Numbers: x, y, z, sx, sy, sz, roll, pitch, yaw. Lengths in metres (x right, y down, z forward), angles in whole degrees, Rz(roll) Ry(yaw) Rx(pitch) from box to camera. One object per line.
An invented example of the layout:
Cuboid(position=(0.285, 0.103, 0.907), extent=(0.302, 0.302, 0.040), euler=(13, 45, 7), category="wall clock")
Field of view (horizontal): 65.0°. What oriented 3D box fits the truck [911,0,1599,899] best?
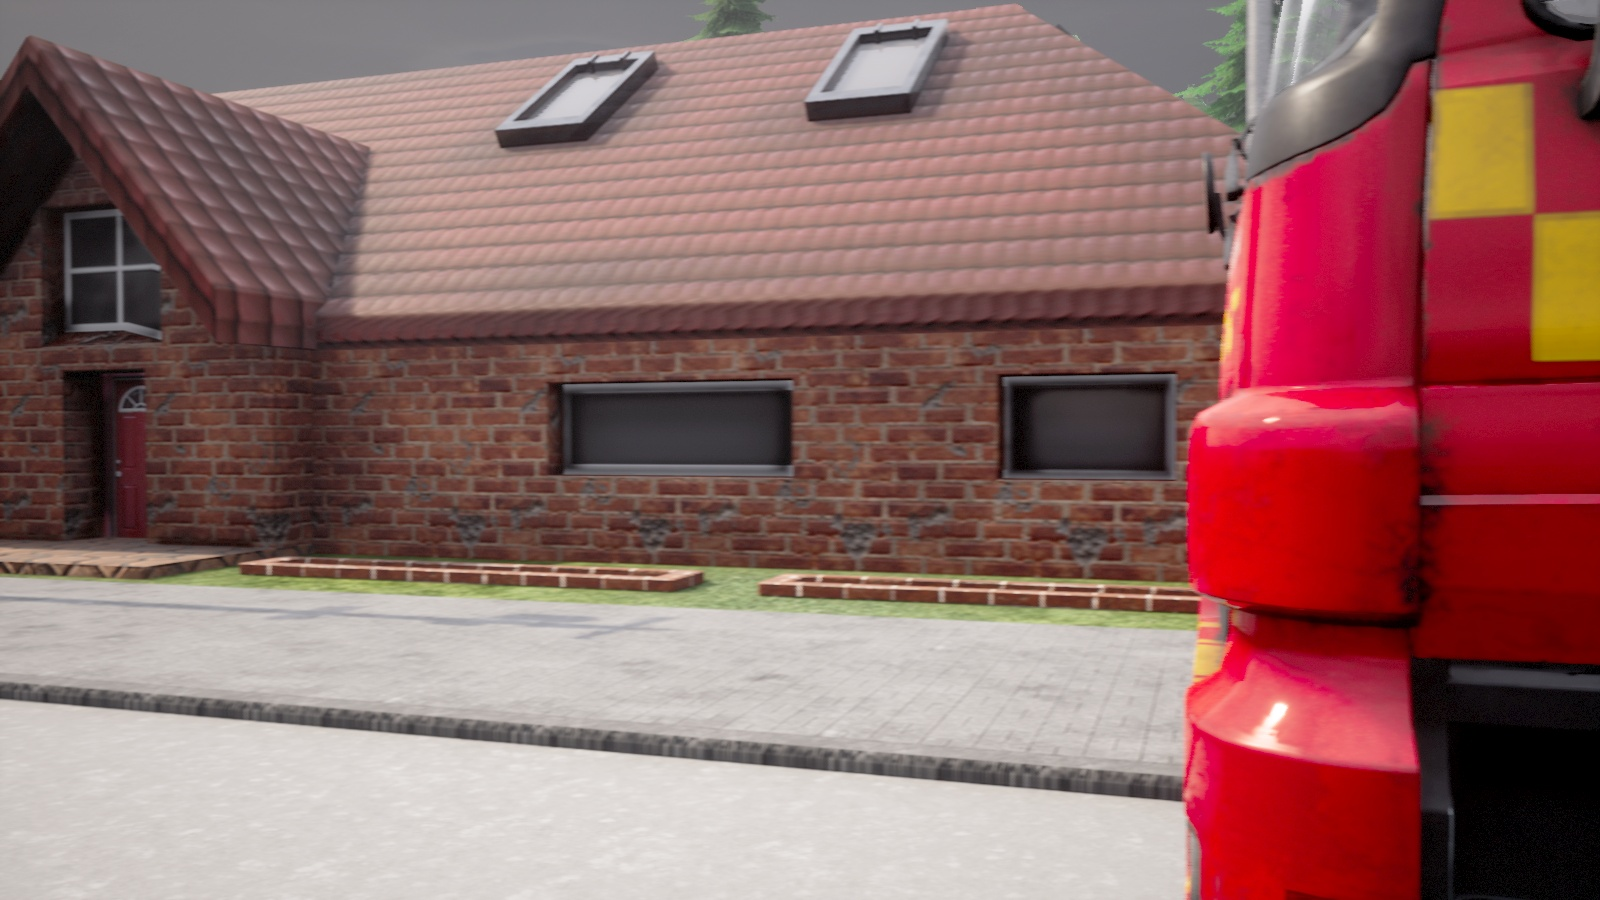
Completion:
Cuboid(position=(4.669, -0.354, 2.133), extent=(8.468, 3.827, 2.891), euler=(1, 1, 19), category="truck")
